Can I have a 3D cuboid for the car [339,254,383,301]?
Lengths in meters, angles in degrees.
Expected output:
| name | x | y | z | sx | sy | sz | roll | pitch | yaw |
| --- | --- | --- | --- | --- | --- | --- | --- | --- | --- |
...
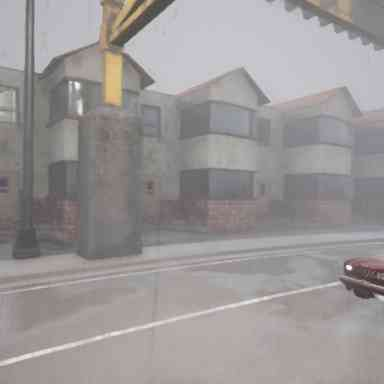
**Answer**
| name | x | y | z | sx | sy | sz | roll | pitch | yaw |
| --- | --- | --- | --- | --- | --- | --- | --- | --- | --- |
| car | 5.400 | 1.607 | 7.012 | 4.718 | 1.301 | 1.895 | 0 | 0 | -27 |
